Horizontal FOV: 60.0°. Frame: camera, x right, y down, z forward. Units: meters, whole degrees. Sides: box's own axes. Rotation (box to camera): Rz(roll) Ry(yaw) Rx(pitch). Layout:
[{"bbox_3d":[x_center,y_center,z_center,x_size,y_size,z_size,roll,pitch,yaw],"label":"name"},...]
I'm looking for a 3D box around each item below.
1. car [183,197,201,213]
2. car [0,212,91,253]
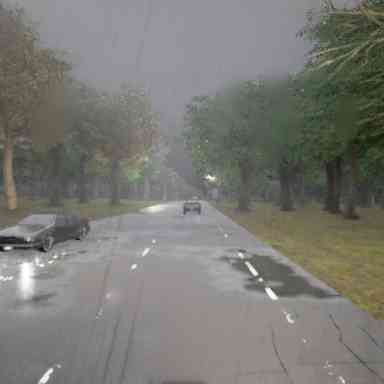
[{"bbox_3d":[0.021,1.571,37.220,2.128,1.511,4.902,0,0,0],"label":"car"},{"bbox_3d":[-6.095,1.566,14.160,2.033,1.411,5.357,0,0,6],"label":"car"}]
